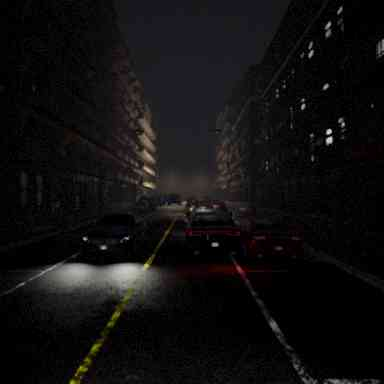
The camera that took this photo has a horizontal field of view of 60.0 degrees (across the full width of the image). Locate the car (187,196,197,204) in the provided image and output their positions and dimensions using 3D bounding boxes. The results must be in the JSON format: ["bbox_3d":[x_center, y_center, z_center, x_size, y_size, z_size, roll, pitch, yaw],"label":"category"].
[{"bbox_3d":[-0.004,1.542,63.498,1.837,1.490,4.892,0,0,0],"label":"car"}]

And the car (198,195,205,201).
[{"bbox_3d":[2.545,1.552,89.538,1.967,1.590,4.097,1,0,0],"label":"car"}]

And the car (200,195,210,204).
[{"bbox_3d":[2.589,1.487,67.413,1.967,1.590,4.097,1,0,0],"label":"car"}]

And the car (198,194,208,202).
[{"bbox_3d":[2.549,1.390,78.475,2.192,1.841,5.009,1,0,0],"label":"car"}]

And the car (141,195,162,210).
[{"bbox_3d":[-5.293,1.316,39.821,2.192,1.841,5.009,2,0,0],"label":"car"}]

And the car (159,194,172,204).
[{"bbox_3d":[-5.296,1.363,67.473,2.192,1.841,5.009,1,0,0],"label":"car"}]

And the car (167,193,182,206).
[{"bbox_3d":[-2.825,1.240,53.877,2.150,2.045,5.566,0,0,0],"label":"car"}]

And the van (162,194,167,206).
[{"bbox_3d":[-5.294,1.354,50.880,1.690,1.788,3.998,2,0,0],"label":"van"}]

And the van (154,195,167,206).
[{"bbox_3d":[-5.296,1.365,56.412,1.690,1.788,3.998,1,0,0],"label":"van"}]

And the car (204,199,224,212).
[{"bbox_3d":[2.581,1.551,39.759,2.008,1.369,4.403,1,0,0],"label":"car"}]

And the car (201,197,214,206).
[{"bbox_3d":[2.580,1.567,56.351,1.887,1.381,4.507,1,0,0],"label":"car"}]

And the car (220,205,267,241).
[{"bbox_3d":[2.583,1.515,17.807,1.752,1.417,4.829,1,0,0],"label":"car"}]

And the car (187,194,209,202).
[{"bbox_3d":[0.821,1.344,28.747,2.097,1.767,4.553,0,0,0],"label":"car"}]

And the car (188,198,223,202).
[{"bbox_3d":[0.823,1.446,22.966,1.801,1.575,5.366,0,0,0],"label":"car"}]

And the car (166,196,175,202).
[{"bbox_3d":[-5.303,1.659,84.065,1.947,1.339,4.313,1,0,0],"label":"car"}]

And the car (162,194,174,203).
[{"bbox_3d":[-5.296,1.376,73.003,2.192,1.841,5.009,1,0,0],"label":"car"}]

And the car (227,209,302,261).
[{"bbox_3d":[2.583,1.536,12.105,1.887,1.381,4.507,1,0,0],"label":"car"}]

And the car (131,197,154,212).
[{"bbox_3d":[-5.298,1.522,34.120,1.752,1.417,4.829,2,0,0],"label":"car"}]

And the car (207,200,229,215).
[{"bbox_3d":[2.581,1.541,34.227,1.887,1.381,4.507,1,0,0],"label":"car"}]

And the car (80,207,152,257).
[{"bbox_3d":[-2.850,1.517,13.035,1.812,1.442,4.674,0,0,0],"label":"car"}]

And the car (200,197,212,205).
[{"bbox_3d":[2.580,1.579,61.881,1.887,1.381,4.507,1,0,0],"label":"car"}]

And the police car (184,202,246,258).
[{"bbox_3d":[0.707,1.416,12.879,1.930,1.638,5.238,0,0,0],"label":"police car"}]
